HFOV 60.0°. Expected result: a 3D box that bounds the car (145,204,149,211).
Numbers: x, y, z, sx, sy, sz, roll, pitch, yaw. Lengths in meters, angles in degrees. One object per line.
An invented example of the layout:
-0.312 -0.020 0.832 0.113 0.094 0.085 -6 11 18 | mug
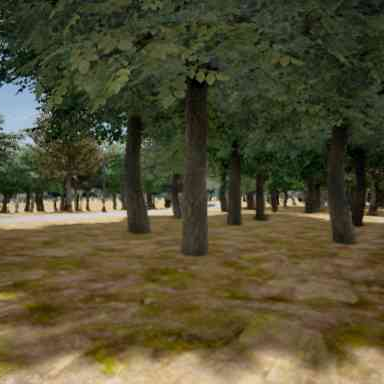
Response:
-9.689 2.769 61.072 2.128 1.511 4.902 0 -2 20 | car
